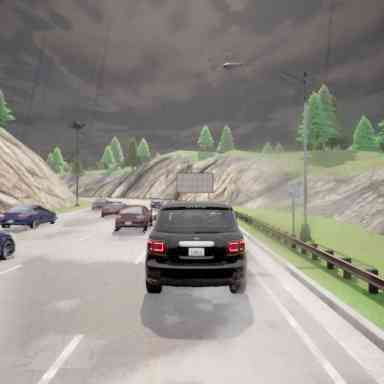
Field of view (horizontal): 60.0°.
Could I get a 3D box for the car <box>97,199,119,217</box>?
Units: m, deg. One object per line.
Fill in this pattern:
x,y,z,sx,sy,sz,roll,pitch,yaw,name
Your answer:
-7.047,1.565,30.800,1.994,1.385,4.181,0,0,-2,car

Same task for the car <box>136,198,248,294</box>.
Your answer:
0.092,1.221,8.953,2.150,2.045,5.566,0,0,0,car

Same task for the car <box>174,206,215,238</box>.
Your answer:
0.111,1.557,18.168,1.994,1.385,4.181,0,0,0,car

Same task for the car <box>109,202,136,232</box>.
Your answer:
-3.415,1.526,20.143,1.812,1.442,4.674,0,0,0,car

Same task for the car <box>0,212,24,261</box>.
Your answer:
-6.906,1.526,9.372,1.812,1.442,4.674,0,0,0,car

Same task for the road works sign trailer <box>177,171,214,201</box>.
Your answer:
0.200,0.464,21.665,2.380,3.560,2.880,0,0,0,road works sign trailer

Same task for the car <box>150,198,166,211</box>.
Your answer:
-4.283,1.526,41.604,1.812,1.442,4.674,0,0,-6,car

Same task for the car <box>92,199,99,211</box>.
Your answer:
-11.304,1.547,41.693,2.033,1.411,5.357,0,0,-7,car

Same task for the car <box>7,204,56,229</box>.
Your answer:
-10.416,1.525,21.440,1.812,1.442,4.674,0,0,0,car
